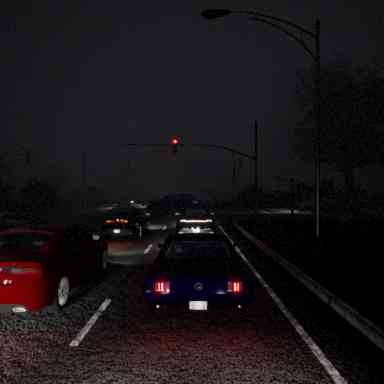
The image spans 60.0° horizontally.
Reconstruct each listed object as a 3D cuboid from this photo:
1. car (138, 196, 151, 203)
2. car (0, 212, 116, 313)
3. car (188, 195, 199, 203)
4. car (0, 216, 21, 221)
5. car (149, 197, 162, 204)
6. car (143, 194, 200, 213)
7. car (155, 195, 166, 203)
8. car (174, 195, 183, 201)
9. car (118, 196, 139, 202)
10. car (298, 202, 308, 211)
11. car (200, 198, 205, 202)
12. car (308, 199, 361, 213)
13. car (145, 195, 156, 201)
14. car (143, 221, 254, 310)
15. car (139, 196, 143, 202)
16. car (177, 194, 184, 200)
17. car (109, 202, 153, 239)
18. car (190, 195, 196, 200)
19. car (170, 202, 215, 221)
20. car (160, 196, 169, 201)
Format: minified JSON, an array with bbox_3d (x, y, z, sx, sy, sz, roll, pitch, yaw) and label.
[{"bbox_3d":[-10.322,1.540,72.520,2.033,1.411,5.357,0,0,0],"label":"car"},{"bbox_3d":[-3.382,1.478,7.788,1.882,1.535,5.008,0,0,0],"label":"car"},{"bbox_3d":[0.269,1.491,70.015,2.128,1.511,4.902,0,0,0],"label":"car"},{"bbox_3d":[-7.094,1.601,12.106,1.895,1.301,4.718,0,0,0],"label":"car"},{"bbox_3d":[-6.890,1.601,63.447,1.895,1.301,4.718,0,0,1],"label":"car"},{"bbox_3d":[-2.164,1.221,37.071,5.566,2.045,2.150,0,0,3],"label":"car"},{"bbox_3d":[-6.821,1.478,73.208,1.882,1.535,5.008,0,0,0],"label":"car"},{"bbox_3d":[-3.289,1.532,84.646,2.033,1.411,5.357,0,0,0],"label":"car"},{"bbox_3d":[-10.484,1.491,53.168,2.128,1.511,4.902,0,0,1],"label":"car"},{"bbox_3d":[15.026,1.525,39.566,4.674,1.442,1.812,0,0,3],"label":"car"},{"bbox_3d":[0.358,1.506,46.320,1.837,1.490,4.892,-4,1,-17],"label":"car"},{"bbox_3d":[15.692,1.491,36.022,4.902,1.511,2.128,0,0,3],"label":"car"},{"bbox_3d":[-10.295,1.540,82.824,2.033,1.411,5.357,0,0,0],"label":"car"},{"bbox_3d":[0.119,1.601,7.761,1.895,1.301,4.718,0,0,0],"label":"car"},{"bbox_3d":[-6.956,1.564,54.686,1.994,1.385,4.181,0,0,-1],"label":"car"},{"bbox_3d":[-3.222,1.328,95.054,1.882,1.535,5.008,0,0,1],"label":"car"},{"bbox_3d":[-3.358,1.505,17.286,1.837,1.490,4.892,0,0,0],"label":"car"},{"bbox_3d":[0.275,1.500,94.752,1.837,1.490,4.892,0,0,1],"label":"car"},{"bbox_3d":[0.151,1.491,17.023,2.128,1.511,4.902,0,0,-1],"label":"car"},{"bbox_3d":[-6.794,1.595,83.191,1.895,1.301,4.718,0,0,0],"label":"car"}]
